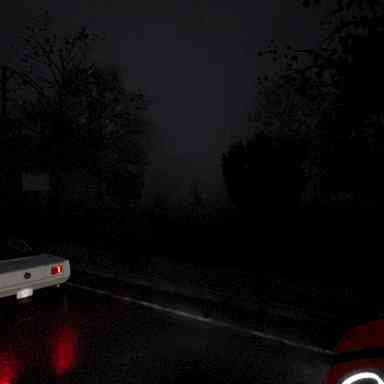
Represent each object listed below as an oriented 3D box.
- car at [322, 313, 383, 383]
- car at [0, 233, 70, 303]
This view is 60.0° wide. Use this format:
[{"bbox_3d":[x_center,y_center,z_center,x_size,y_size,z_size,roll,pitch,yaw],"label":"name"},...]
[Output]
[{"bbox_3d":[3.101,1.352,1.815,4.553,1.767,2.097,0,0,35],"label":"car"},{"bbox_3d":[-4.920,1.601,7.494,4.718,1.301,1.895,0,0,35],"label":"car"}]
